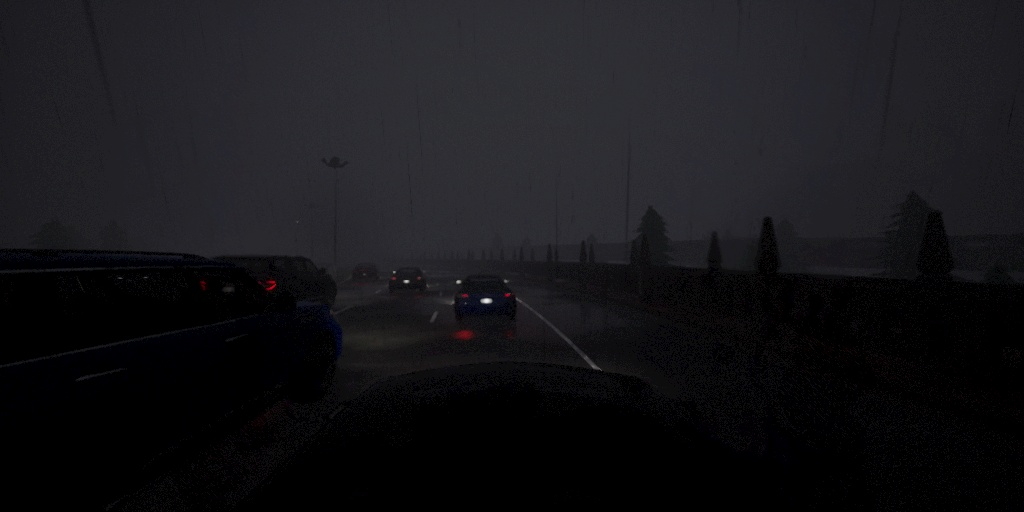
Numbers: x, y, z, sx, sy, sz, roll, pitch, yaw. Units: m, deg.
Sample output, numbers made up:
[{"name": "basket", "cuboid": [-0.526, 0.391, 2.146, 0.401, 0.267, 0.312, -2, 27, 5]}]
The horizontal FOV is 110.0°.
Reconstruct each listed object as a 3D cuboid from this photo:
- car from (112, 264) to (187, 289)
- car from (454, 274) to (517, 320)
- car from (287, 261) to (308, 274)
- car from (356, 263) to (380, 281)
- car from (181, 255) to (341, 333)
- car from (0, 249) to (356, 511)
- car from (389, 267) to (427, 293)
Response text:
[{"name": "car", "cuboid": [-25.626, 1.363, 25.610, 1.837, 1.490, 4.892, 0, 0, -19]}, {"name": "car", "cuboid": [-1.030, 1.329, 12.805, 1.994, 1.385, 4.181, 0, 0, -8]}, {"name": "car", "cuboid": [-26.323, 1.397, 44.175, 2.128, 1.511, 4.902, 0, 0, -30]}, {"name": "car", "cuboid": [-12.281, 1.296, 30.367, 1.882, 1.535, 5.008, 0, 0, -18]}, {"name": "car", "cuboid": [-7.946, 0.997, 12.256, 2.150, 2.045, 5.566, 0, 0, -8]}, {"name": "car", "cuboid": [-3.616, 0.976, 3.209, 2.150, 2.045, 5.566, 0, 0, -3]}, {"name": "car", "cuboid": [-6.161, 1.351, 21.482, 1.994, 1.385, 4.181, 0, 0, -12]}]
